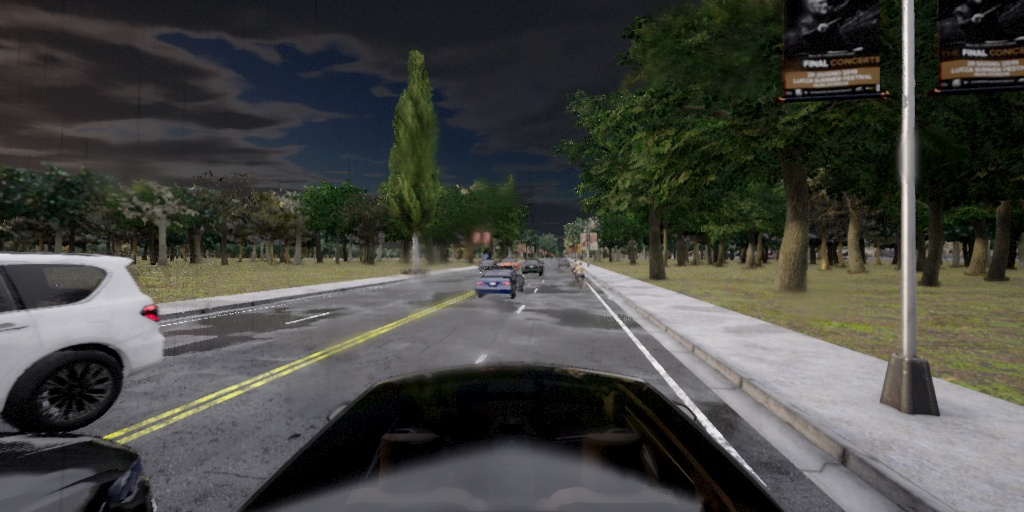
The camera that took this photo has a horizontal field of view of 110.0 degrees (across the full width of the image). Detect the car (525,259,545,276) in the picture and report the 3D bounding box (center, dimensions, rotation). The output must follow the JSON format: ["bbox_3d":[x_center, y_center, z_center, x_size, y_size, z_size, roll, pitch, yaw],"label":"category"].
[{"bbox_3d":[2.245,1.076,37.266,2.097,1.767,4.553,0,0,8],"label":"car"}]

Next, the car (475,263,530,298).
[{"bbox_3d":[-0.481,1.285,18.353,2.033,1.411,5.357,0,0,8],"label":"car"}]

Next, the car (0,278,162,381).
[{"bbox_3d":[-9.074,1.251,5.715,1.837,1.490,4.892,0,0,8],"label":"car"}]

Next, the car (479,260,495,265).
[{"bbox_3d":[-3.095,1.222,47.168,1.837,1.490,4.892,0,0,8],"label":"car"}]

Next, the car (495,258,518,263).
[{"bbox_3d":[-0.337,1.072,43.521,2.097,1.767,4.553,0,0,8],"label":"car"}]

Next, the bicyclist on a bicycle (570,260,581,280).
[{"bbox_3d":[5.419,1.166,30.818,0.866,1.612,1.509,0,0,8],"label":"bicyclist on a bicycle"}]

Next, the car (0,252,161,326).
[{"bbox_3d":[-6.221,0.970,2.727,2.150,2.045,5.566,0,0,8],"label":"car"}]

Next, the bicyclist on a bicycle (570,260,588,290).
[{"bbox_3d":[4.009,1.173,21.036,0.866,1.612,1.509,0,0,8],"label":"bicyclist on a bicycle"}]

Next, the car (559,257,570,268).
[{"bbox_3d":[9.044,1.201,61.656,2.128,1.511,4.902,0,0,8],"label":"car"}]
